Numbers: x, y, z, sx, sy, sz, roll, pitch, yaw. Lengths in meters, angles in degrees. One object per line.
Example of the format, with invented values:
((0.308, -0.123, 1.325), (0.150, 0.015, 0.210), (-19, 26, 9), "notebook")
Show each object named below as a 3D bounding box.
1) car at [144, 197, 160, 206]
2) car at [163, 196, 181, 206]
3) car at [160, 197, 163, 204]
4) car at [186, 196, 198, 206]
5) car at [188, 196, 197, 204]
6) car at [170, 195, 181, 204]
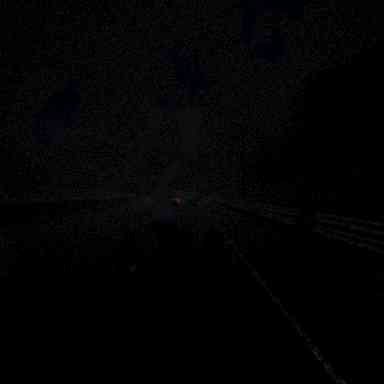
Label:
((-6.964, 1.697, 56.866), (1.812, 1.442, 4.674), (0, 0, 0), "car")
((-3.463, 1.738, 57.663), (1.994, 1.385, 4.181), (0, 0, 0), "car")
((-6.957, 1.702, 68.959), (2.128, 1.511, 4.902), (0, 0, 0), "car")
((0.037, 1.720, 57.278), (2.033, 1.411, 5.357), (0, 0, 0), "car")
((0.043, 1.692, 69.488), (1.837, 1.490, 4.892), (0, 0, 0), "car")
((-3.457, 1.546, 69.410), (2.097, 1.767, 4.553), (0, 0, 0), "car")
